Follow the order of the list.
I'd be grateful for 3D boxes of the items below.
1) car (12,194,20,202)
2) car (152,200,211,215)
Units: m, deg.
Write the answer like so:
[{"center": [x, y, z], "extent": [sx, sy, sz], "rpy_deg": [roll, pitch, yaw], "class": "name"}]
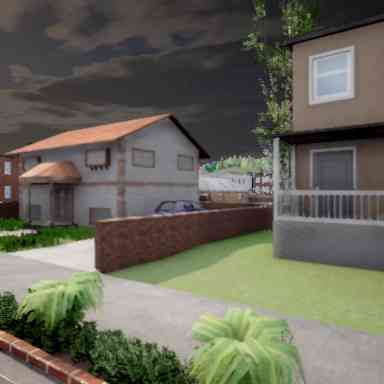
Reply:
[{"center": [-14.359, 0.988, 28.922], "extent": [3.866, 1.878, 1.905], "rpy_deg": [0, 0, 36], "class": "car"}, {"center": [-0.255, 1.141, 16.069], "extent": [1.845, 1.501, 3.633], "rpy_deg": [0, 0, 36], "class": "car"}]
